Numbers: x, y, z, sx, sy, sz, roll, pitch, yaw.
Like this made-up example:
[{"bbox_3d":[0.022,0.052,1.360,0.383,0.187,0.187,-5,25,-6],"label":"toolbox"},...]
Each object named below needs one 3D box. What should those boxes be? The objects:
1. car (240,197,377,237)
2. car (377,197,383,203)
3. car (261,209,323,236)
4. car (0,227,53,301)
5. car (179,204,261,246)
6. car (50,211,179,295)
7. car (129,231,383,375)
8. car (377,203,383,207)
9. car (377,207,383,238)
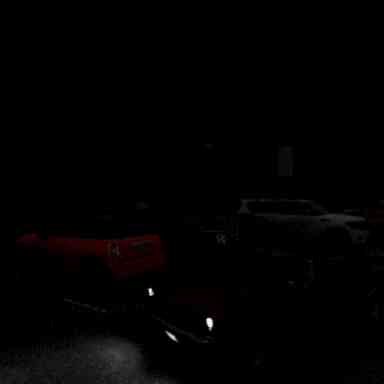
[{"bbox_3d":[4.481,1.284,14.186,5.566,2.045,2.435,-1,-1,35],"label":"car"},{"bbox_3d":[11.850,1.331,19.383,5.566,2.045,2.435,-1,-2,35],"label":"car"},{"bbox_3d":[2.028,1.551,12.457,4.792,1.488,2.163,-1,-1,35],"label":"car"},{"bbox_3d":[-5.366,1.526,7.285,4.674,1.452,2.002,-1,-1,35],"label":"car"},{"bbox_3d":[-0.433,1.383,10.719,4.553,1.767,2.185,-1,-1,35],"label":"car"},{"bbox_3d":[-2.887,1.371,8.991,4.553,1.767,2.185,-1,-1,35],"label":"car"},{"bbox_3d":[1.540,1.618,5.716,4.718,1.301,1.895,0,0,-35],"label":"car"},{"bbox_3d":[9.524,1.561,17.547,5.366,1.575,1.946,-1,-1,35],"label":"car"},{"bbox_3d":[6.939,1.580,15.907,4.792,1.488,2.163,-1,-1,35],"label":"car"}]
